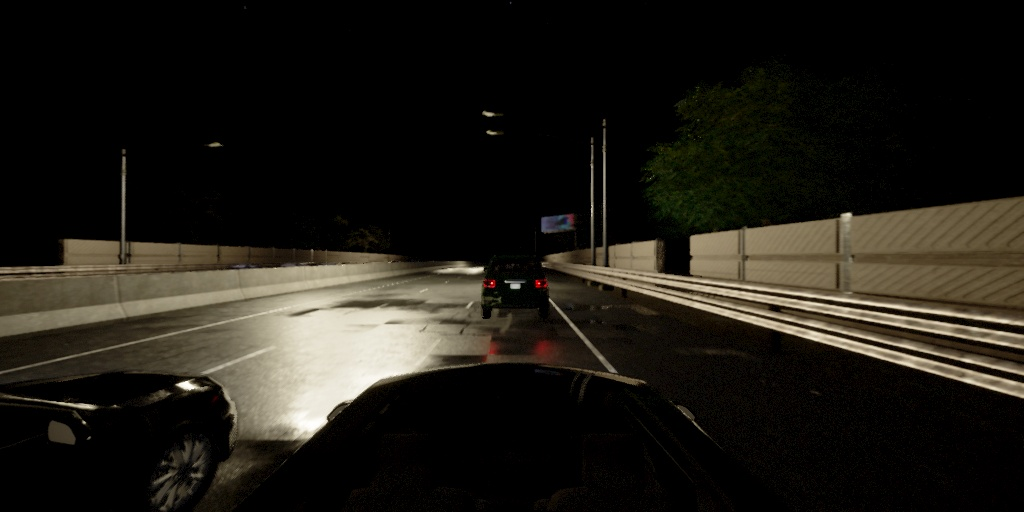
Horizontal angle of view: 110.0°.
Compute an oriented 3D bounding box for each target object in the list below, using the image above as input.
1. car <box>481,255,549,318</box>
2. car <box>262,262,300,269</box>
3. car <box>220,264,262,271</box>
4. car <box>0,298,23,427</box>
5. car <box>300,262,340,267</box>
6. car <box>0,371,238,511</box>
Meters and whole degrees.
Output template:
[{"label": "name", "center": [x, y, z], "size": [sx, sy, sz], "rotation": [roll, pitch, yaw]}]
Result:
[{"label": "car", "center": [0.101, 0.994, 13.282], "size": [2.150, 2.045, 5.566], "rotation": [0, 0, 0]}, {"label": "car", "center": [-21.093, 1.368, 34.599], "size": [2.128, 1.511, 4.902], "rotation": [0, 0, 0]}, {"label": "car", "center": [-24.593, 1.429, 32.792], "size": [1.994, 1.385, 4.181], "rotation": [0, 0, 0]}, {"label": "car", "center": [-6.900, 1.255, 1.935], "size": [1.837, 1.490, 4.892], "rotation": [0, 0, 0]}, {"label": "car", "center": [-17.599, 1.424, 34.527], "size": [2.033, 1.411, 5.357], "rotation": [0, 0, 0]}, {"label": "car", "center": [-3.400, 1.254, 1.251], "size": [1.837, 1.490, 4.892], "rotation": [0, 0, 0]}]
